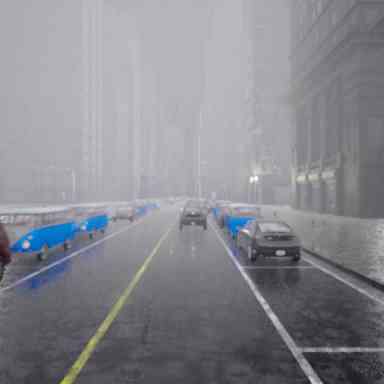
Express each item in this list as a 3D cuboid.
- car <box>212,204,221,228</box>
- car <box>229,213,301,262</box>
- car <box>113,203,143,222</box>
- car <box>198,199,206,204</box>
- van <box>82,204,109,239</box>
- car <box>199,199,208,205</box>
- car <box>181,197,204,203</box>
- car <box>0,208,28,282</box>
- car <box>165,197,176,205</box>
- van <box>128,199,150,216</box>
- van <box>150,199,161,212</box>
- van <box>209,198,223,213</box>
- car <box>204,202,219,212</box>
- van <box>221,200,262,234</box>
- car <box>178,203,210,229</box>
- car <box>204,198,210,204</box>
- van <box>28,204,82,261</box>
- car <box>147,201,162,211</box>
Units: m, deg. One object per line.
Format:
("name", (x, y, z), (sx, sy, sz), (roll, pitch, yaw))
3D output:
("car", (2.745, 1.799, 23.888), (1.887, 1.381, 4.507), (0, -1, 0))
("car", (2.753, 1.684, 12.533), (2.008, 1.369, 4.403), (0, -1, 0))
("car", (-5.785, 1.898, 29.549), (1.802, 1.307, 4.206), (0, -1, 0))
("car", (2.696, 2.538, 90.526), (2.008, 1.369, 4.403), (0, -1, 0))
("van", (-5.777, 1.536, 18.197), (1.690, 1.788, 3.998), (0, -1, 0))
("car", (2.704, 2.411, 79.245), (2.008, 1.369, 4.403), (0, -1, 0))
("car", (0.071, 1.784, 40.319), (2.097, 1.767, 4.553), (0, -1, 0))
("car", (-5.768, 1.389, 6.843), (2.192, 1.841, 5.009), (0, -1, 0))
("car", (-5.826, 2.240, 84.873), (2.192, 1.841, 5.009), (0, -1, 0))
("van", (-5.789, 1.719, 35.229), (1.690, 1.788, 3.998), (0, -1, 0))
("van", (-5.798, 1.843, 46.583), (1.690, 1.788, 3.998), (0, -1, 0))
("van", (2.740, 1.656, 29.567), (1.690, 1.788, 3.998), (0, -1, 0))
("car", (2.728, 2.082, 46.596), (1.802, 1.307, 4.206), (0, -1, 0))
("van", (2.748, 1.534, 18.213), (1.690, 1.788, 3.998), (0, -1, 0))
("car", (0.083, 1.758, 23.616), (1.837, 1.490, 4.892), (0, 0, 0))
("car", (2.732, 1.878, 40.920), (1.967, 1.590, 4.097), (0, -1, 0))
("van", (-5.772, 1.475, 12.520), (1.690, 1.788, 3.998), (0, -1, 0))
("car", (-5.801, 2.087, 52.088), (1.752, 1.417, 4.829), (0, -1, 0))
